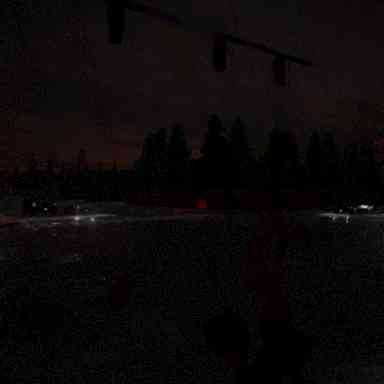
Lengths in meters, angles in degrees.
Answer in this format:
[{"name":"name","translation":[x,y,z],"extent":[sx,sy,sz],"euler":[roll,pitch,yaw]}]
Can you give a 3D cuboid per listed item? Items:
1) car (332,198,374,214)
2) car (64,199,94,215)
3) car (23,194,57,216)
[{"name":"car","translation":[15.860,1.336,32.522],"extent":[5.357,1.411,2.033],"euler":[0,0,-39]},{"name":"car","translation":[-11.369,1.459,33.379],"extent":[1.812,1.442,4.674],"euler":[0,0,-36]},{"name":"car","translation":[-14.679,1.178,31.983],"extent":[2.150,2.045,5.566],"euler":[0,0,-36]}]
